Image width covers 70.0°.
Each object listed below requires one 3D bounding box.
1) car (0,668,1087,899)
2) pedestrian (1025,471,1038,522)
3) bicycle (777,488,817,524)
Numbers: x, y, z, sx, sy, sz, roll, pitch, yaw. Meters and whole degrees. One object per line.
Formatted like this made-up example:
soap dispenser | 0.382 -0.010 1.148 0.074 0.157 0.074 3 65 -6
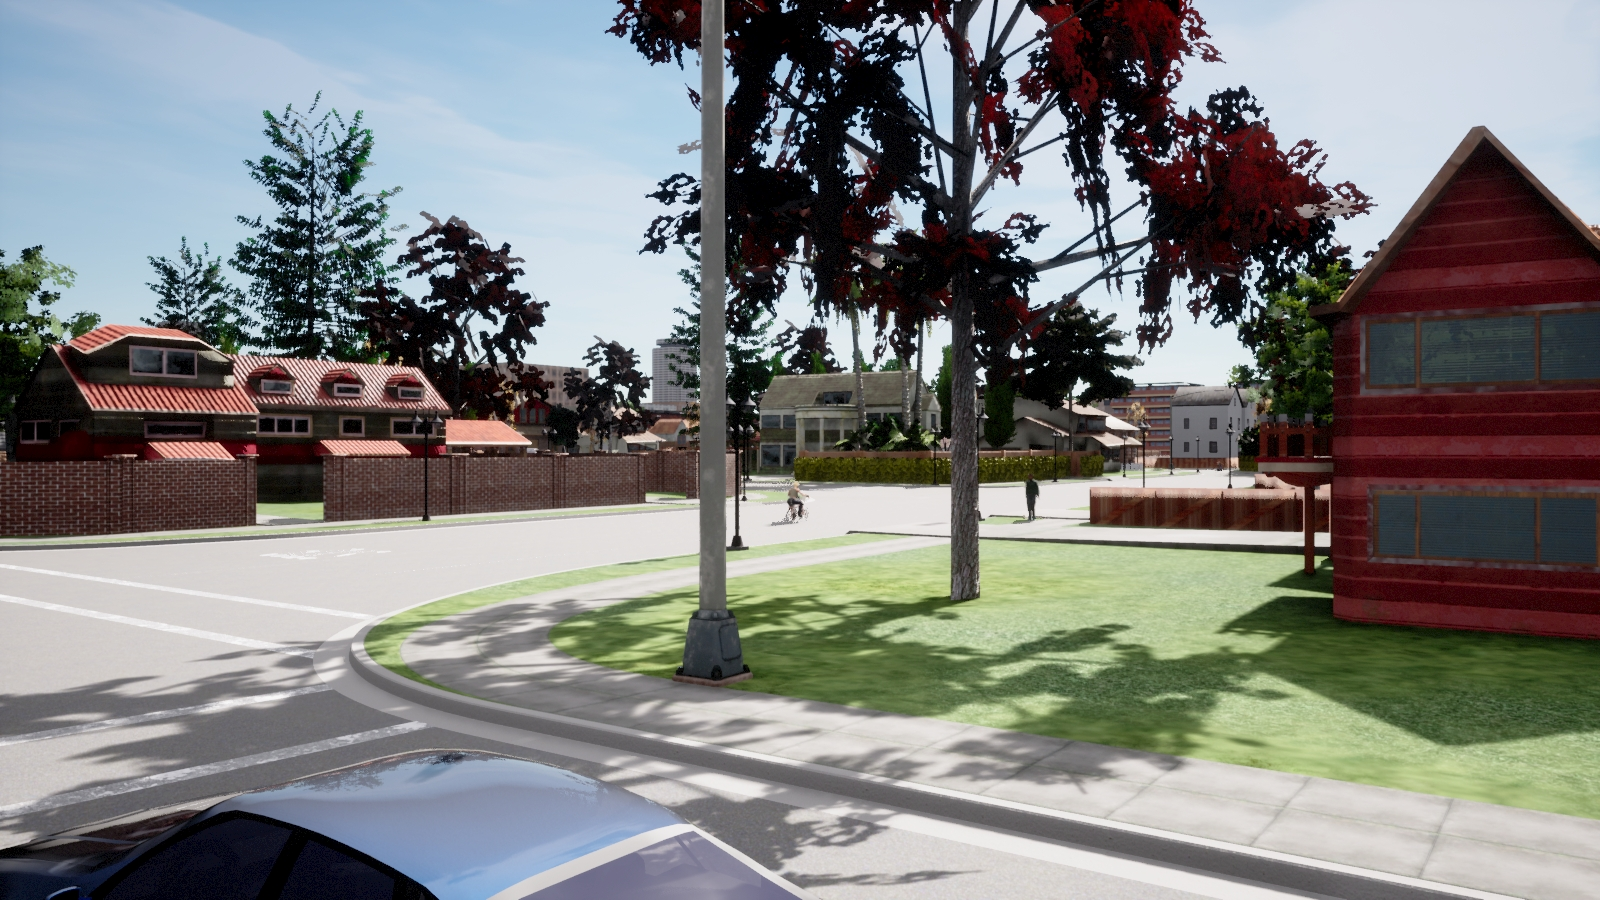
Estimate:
car | -1.713 2.106 4.943 5.357 1.411 2.033 0 0 36
pedestrian | 8.574 1.704 42.302 0.375 1.860 0.375 0 0 24
bicycle | -0.113 2.145 43.817 0.859 1.301 1.487 0 0 33
